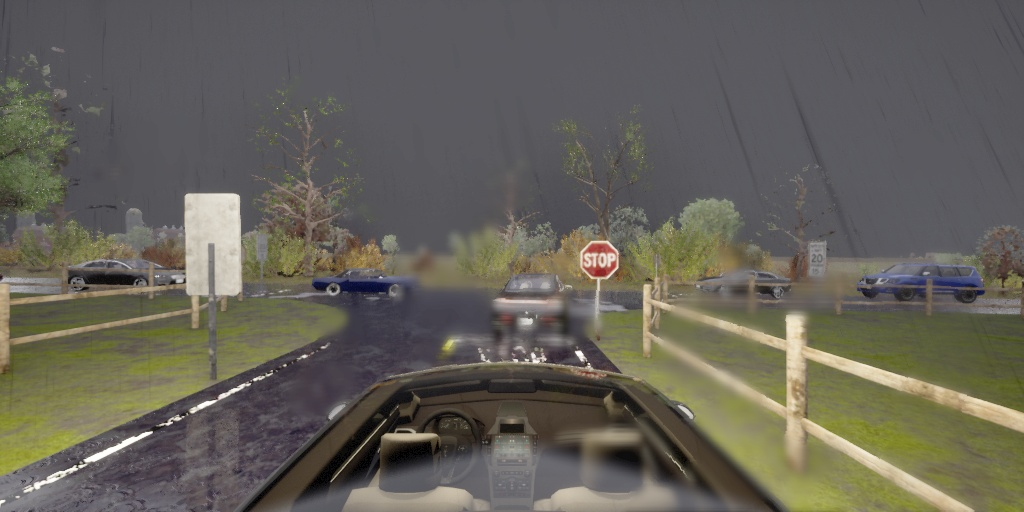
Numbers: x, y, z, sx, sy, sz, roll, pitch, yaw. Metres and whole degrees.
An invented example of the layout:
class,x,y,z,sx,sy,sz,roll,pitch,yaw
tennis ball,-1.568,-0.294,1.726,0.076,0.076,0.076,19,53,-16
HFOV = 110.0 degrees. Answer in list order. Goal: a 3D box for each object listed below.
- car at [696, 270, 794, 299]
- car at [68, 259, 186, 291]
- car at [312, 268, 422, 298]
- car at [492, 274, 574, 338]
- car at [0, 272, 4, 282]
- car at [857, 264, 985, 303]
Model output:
class,x,y,z,sx,sy,sz,roll,pitch,yaw
car,13.008,1.531,20.208,4.902,1.511,2.128,1,1,0
car,-18.486,0.890,17.307,4.902,1.511,2.128,1,1,0
car,-6.818,1.253,17.287,4.718,1.301,1.895,1,1,0
car,0.708,1.242,10.253,2.128,1.511,4.902,0,0,9
car,-27.789,0.722,17.317,4.674,1.442,1.812,1,1,0
car,22.904,1.472,20.194,5.566,2.045,2.150,1,1,0
